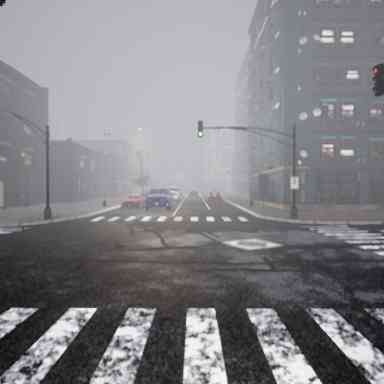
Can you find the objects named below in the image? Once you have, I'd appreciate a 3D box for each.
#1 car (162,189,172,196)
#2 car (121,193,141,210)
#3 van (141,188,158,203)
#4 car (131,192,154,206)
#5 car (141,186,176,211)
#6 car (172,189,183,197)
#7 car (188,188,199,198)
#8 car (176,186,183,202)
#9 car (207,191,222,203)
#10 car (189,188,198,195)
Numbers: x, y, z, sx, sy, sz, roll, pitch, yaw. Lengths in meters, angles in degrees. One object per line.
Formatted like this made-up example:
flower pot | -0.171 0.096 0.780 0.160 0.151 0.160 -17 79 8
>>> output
car | -5.360 0.086 71.800 1.802 1.307 4.206 1 1 0
car | -5.611 0.875 32.006 1.887 1.381 4.507 1 1 0
van | -5.480 0.435 43.369 1.690 1.788 3.998 1 1 0
car | -5.510 0.757 37.687 1.887 1.381 4.507 1 1 0
car | -2.954 0.583 30.547 2.150 2.045 5.566 0 1 0
car | -2.716 0.224 64.247 1.812 1.442 4.674 0 1 0
car | 0.266 0.274 60.061 1.812 1.442 4.674 0 1 0
car | -2.865 0.257 46.164 2.150 2.045 5.566 0 1 1
car | 2.898 0.535 43.394 1.967 1.590 4.097 1 1 0
car | 0.310 -0.126 70.064 1.837 1.490 4.892 0 1 0
